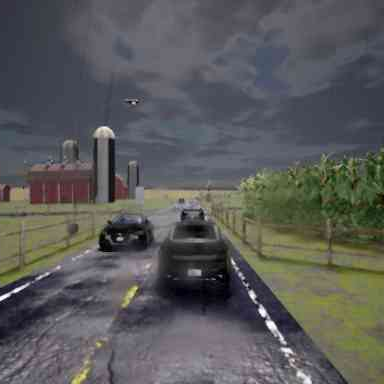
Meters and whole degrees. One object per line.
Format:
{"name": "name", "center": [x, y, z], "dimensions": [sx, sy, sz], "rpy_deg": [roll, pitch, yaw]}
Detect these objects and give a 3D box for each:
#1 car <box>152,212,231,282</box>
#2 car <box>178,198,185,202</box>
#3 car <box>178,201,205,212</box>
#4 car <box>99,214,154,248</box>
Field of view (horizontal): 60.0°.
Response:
{"name": "car", "center": [0.072, 1.601, 10.026], "dimensions": [1.837, 1.490, 4.892], "rpy_deg": [0, 0, 0]}
{"name": "car", "center": [-2.887, 2.389, 92.257], "dimensions": [1.837, 1.490, 4.892], "rpy_deg": [0, -1, 0]}
{"name": "car", "center": [0.051, 1.751, 27.635], "dimensions": [2.128, 1.511, 4.902], "rpy_deg": [0, -1, 0]}
{"name": "car", "center": [-2.869, 1.708, 15.327], "dimensions": [1.994, 1.385, 4.181], "rpy_deg": [0, -1, 0]}
